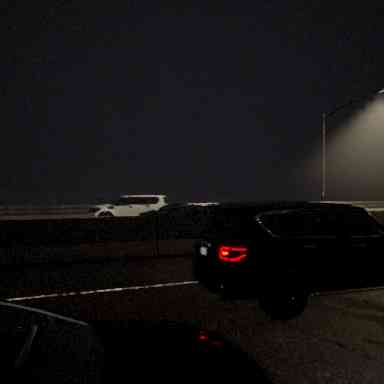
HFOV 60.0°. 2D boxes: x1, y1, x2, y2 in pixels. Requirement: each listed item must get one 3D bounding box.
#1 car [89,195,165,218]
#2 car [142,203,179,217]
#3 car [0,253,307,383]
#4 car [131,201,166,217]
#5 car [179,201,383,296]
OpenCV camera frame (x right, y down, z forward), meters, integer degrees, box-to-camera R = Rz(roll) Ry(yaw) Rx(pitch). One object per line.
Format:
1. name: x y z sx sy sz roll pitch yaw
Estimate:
1. car: -4.401 1.223 23.519 5.566 2.045 2.150 0 0 -19
2. car: 0.070 1.505 17.661 4.892 1.490 1.837 0 0 -19
3. car: -1.689 1.493 2.015 4.902 1.511 2.128 0 0 -19
4. car: -1.095 1.505 20.963 4.892 1.490 1.837 0 0 -19
5. car: 2.745 1.221 7.263 5.566 2.045 2.150 0 0 -19
